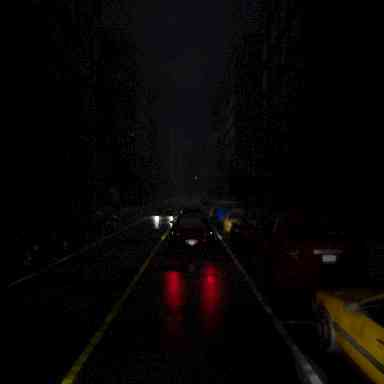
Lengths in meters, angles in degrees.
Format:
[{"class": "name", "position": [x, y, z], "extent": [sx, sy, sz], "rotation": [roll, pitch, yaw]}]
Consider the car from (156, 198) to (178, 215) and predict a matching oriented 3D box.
[{"class": "car", "position": [-3.026, 1.831, 38.247], "extent": [1.882, 1.535, 5.008], "rotation": [0, -1, 0]}]

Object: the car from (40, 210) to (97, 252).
[{"class": "car", "position": [-5.859, 1.701, 14.530], "extent": [1.947, 1.339, 4.313], "rotation": [1, -1, 0]}]

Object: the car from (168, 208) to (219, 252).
[{"class": "car", "position": [-0.003, 1.660, 14.396], "extent": [1.812, 1.442, 4.674], "rotation": [0, 0, 0]}]

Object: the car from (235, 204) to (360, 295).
[{"class": "car", "position": [2.672, 1.398, 8.860], "extent": [2.192, 1.841, 5.009], "rotation": [1, -1, 0]}]

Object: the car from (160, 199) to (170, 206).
[{"class": "car", "position": [-5.573, 2.214, 69.313], "extent": [1.802, 1.307, 4.206], "rotation": [1, -1, 1]}]

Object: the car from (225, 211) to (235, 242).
[{"class": "car", "position": [2.667, 1.717, 14.531], "extent": [1.802, 1.307, 4.206], "rotation": [1, -1, 0]}]

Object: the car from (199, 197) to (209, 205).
[{"class": "car", "position": [2.952, 2.196, 69.213], "extent": [1.947, 1.339, 4.313], "rotation": [1, -1, 1]}]

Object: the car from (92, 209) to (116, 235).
[{"class": "car", "position": [-5.861, 1.732, 20.203], "extent": [1.887, 1.381, 4.507], "rotation": [1, -1, 0]}]

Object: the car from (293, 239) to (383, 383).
[{"class": "car", "position": [2.673, 1.558, 3.355], "extent": [1.752, 1.417, 4.829], "rotation": [1, -1, 0]}]

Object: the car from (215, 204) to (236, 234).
[{"class": "car", "position": [2.665, 1.714, 20.374], "extent": [1.752, 1.417, 4.829], "rotation": [1, -1, 0]}]

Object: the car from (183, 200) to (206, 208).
[{"class": "car", "position": [-0.011, 1.779, 29.302], "extent": [1.837, 1.490, 4.892], "rotation": [0, 0, 0]}]

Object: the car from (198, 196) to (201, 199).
[{"class": "car", "position": [3.087, 2.279, 80.273], "extent": [2.008, 1.369, 4.403], "rotation": [1, 0, 1]}]

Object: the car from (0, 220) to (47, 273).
[{"class": "car", "position": [-5.856, 1.649, 8.858], "extent": [1.947, 1.339, 4.313], "rotation": [1, -1, 0]}]

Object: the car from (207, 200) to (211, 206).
[{"class": "car", "position": [2.658, 1.818, 31.721], "extent": [1.752, 1.417, 4.829], "rotation": [1, -1, 0]}]

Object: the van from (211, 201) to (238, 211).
[{"class": "van", "position": [2.664, 1.580, 25.879], "extent": [1.690, 1.788, 3.998], "rotation": [1, -1, 0]}]

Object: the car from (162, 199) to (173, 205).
[{"class": "car", "position": [-5.505, 2.247, 74.842], "extent": [1.947, 1.339, 4.313], "rotation": [1, -1, 1]}]

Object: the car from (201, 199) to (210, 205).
[{"class": "car", "position": [3.020, 2.224, 74.743], "extent": [1.887, 1.381, 4.507], "rotation": [1, -1, 1]}]
